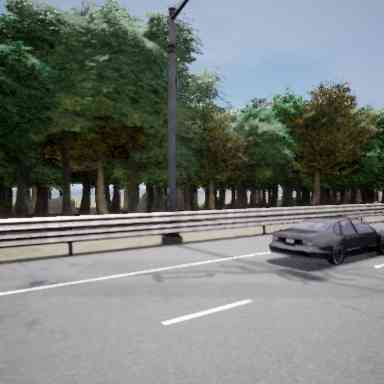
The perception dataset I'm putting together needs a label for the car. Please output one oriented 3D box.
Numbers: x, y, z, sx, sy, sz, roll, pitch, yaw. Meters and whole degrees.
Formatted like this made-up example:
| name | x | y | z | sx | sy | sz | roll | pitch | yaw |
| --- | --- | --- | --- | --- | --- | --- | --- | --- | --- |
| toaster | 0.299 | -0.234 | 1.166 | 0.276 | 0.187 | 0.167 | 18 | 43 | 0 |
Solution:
| name | x | y | z | sx | sy | sz | roll | pitch | yaw |
| --- | --- | --- | --- | --- | --- | --- | --- | --- | --- |
| car | 5.044 | 1.543 | 11.638 | 5.357 | 1.411 | 2.033 | 0 | 0 | -35 |
